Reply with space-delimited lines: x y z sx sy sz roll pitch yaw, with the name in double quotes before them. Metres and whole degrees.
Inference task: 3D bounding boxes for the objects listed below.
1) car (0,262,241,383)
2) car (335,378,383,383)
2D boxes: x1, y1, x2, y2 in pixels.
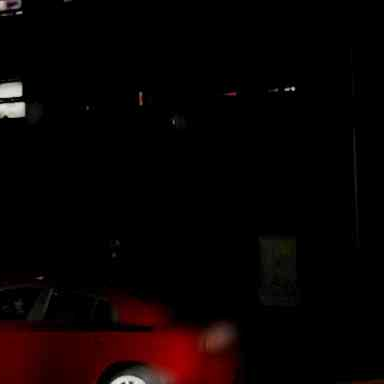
"car" -1.682 1.567 4.070 4.507 1.381 1.887 0 -2 10
"car" 3.189 1.448 1.421 5.366 1.575 1.801 0 0 10
